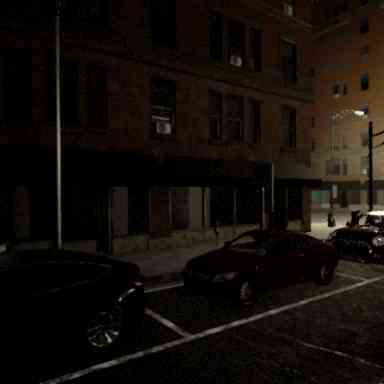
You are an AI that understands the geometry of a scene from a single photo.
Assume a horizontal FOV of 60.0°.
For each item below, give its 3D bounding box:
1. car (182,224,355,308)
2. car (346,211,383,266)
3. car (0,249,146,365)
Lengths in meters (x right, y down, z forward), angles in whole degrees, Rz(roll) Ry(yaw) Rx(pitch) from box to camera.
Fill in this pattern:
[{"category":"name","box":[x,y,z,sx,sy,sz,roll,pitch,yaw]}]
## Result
[{"category":"car","box":[1.756,1.553,7.785,4.206,1.307,1.802,0,0,-35]},{"category":"car","box":[6.235,1.385,10.978,4.097,1.590,1.967,0,0,-35]},{"category":"car","box":[-2.724,1.564,4.592,4.313,1.339,1.947,0,0,-35]}]
